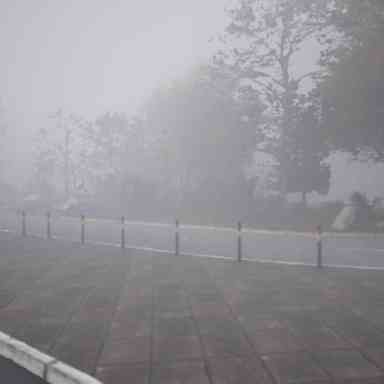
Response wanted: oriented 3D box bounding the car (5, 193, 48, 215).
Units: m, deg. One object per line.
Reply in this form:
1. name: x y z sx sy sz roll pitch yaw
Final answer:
1. car: -14.943 1.115 33.224 2.435 2.045 5.566 0 0 34

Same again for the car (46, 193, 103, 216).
1. car: -10.200 1.239 29.920 2.185 1.767 4.553 1 1 34

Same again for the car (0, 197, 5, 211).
1. car: -17.148 1.364 34.783 2.231 1.521 4.892 0 0 34
